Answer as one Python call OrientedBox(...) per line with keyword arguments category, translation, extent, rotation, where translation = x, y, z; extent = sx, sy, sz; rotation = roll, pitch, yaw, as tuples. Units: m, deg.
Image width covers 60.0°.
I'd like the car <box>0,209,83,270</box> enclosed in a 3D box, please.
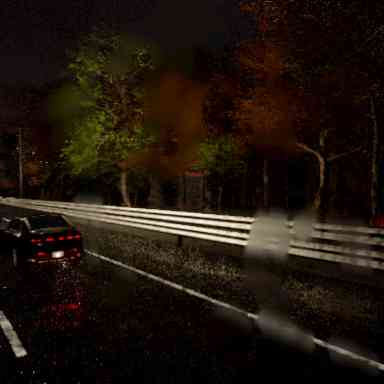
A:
OrientedBox(category="car", translation=(-5.190, 1.479, 11.128), extent=(1.837, 1.490, 4.892), rotation=(-1, 0, -38))
